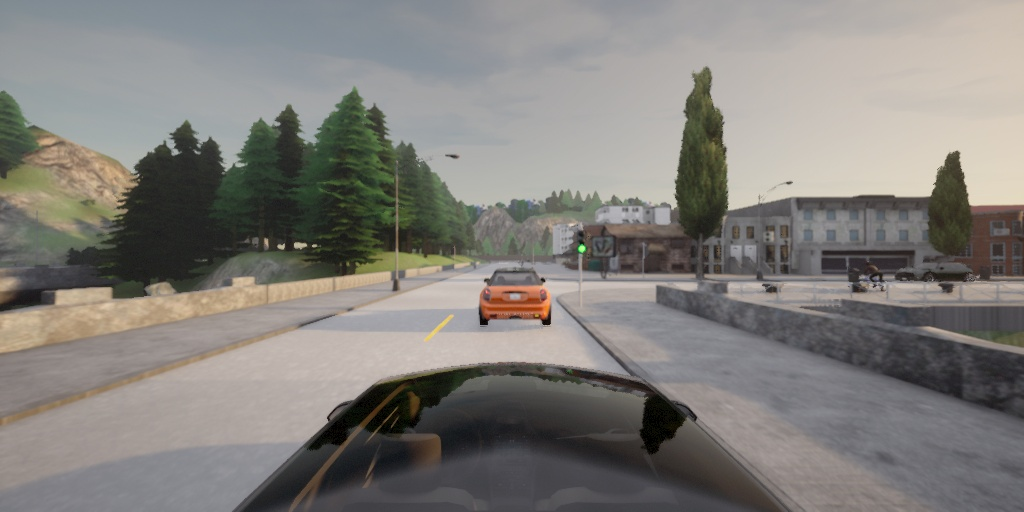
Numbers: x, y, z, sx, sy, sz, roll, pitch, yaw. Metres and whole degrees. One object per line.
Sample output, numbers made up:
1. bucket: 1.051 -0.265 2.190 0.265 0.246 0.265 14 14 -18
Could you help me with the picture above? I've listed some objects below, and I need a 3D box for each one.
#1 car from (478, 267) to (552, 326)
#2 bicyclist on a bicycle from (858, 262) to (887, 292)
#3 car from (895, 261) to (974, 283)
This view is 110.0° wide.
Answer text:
1. car: 0.097 1.154 12.035 2.097 1.767 4.553 0 0 0
2. bicyclist on a bicycle: 20.136 1.189 20.092 0.582 1.620 1.656 0 -1 0
3. car: 33.414 1.234 28.472 4.553 1.767 2.097 0 0 0
